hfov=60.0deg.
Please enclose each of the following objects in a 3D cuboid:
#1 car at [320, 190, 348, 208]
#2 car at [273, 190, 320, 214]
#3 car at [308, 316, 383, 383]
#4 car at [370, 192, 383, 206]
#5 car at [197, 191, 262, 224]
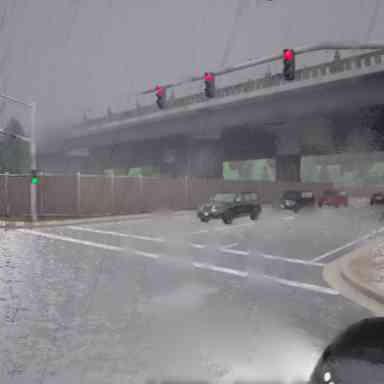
[{"bbox_3d":[16.512,0.753,38.920,2.150,2.045,5.566,0,1,40],"label":"car"},{"bbox_3d":[9.579,0.867,30.832,2.150,2.045,5.566,0,1,41],"label":"car"},{"bbox_3d":[2.911,1.526,2.038,4.181,1.385,1.994,0,1,41],"label":"car"},{"bbox_3d":[24.225,0.825,42.277,2.097,1.767,4.553,0,1,40],"label":"car"},{"bbox_3d":[2.680,0.981,22.764,2.150,2.045,5.566,0,1,41],"label":"car"}]
